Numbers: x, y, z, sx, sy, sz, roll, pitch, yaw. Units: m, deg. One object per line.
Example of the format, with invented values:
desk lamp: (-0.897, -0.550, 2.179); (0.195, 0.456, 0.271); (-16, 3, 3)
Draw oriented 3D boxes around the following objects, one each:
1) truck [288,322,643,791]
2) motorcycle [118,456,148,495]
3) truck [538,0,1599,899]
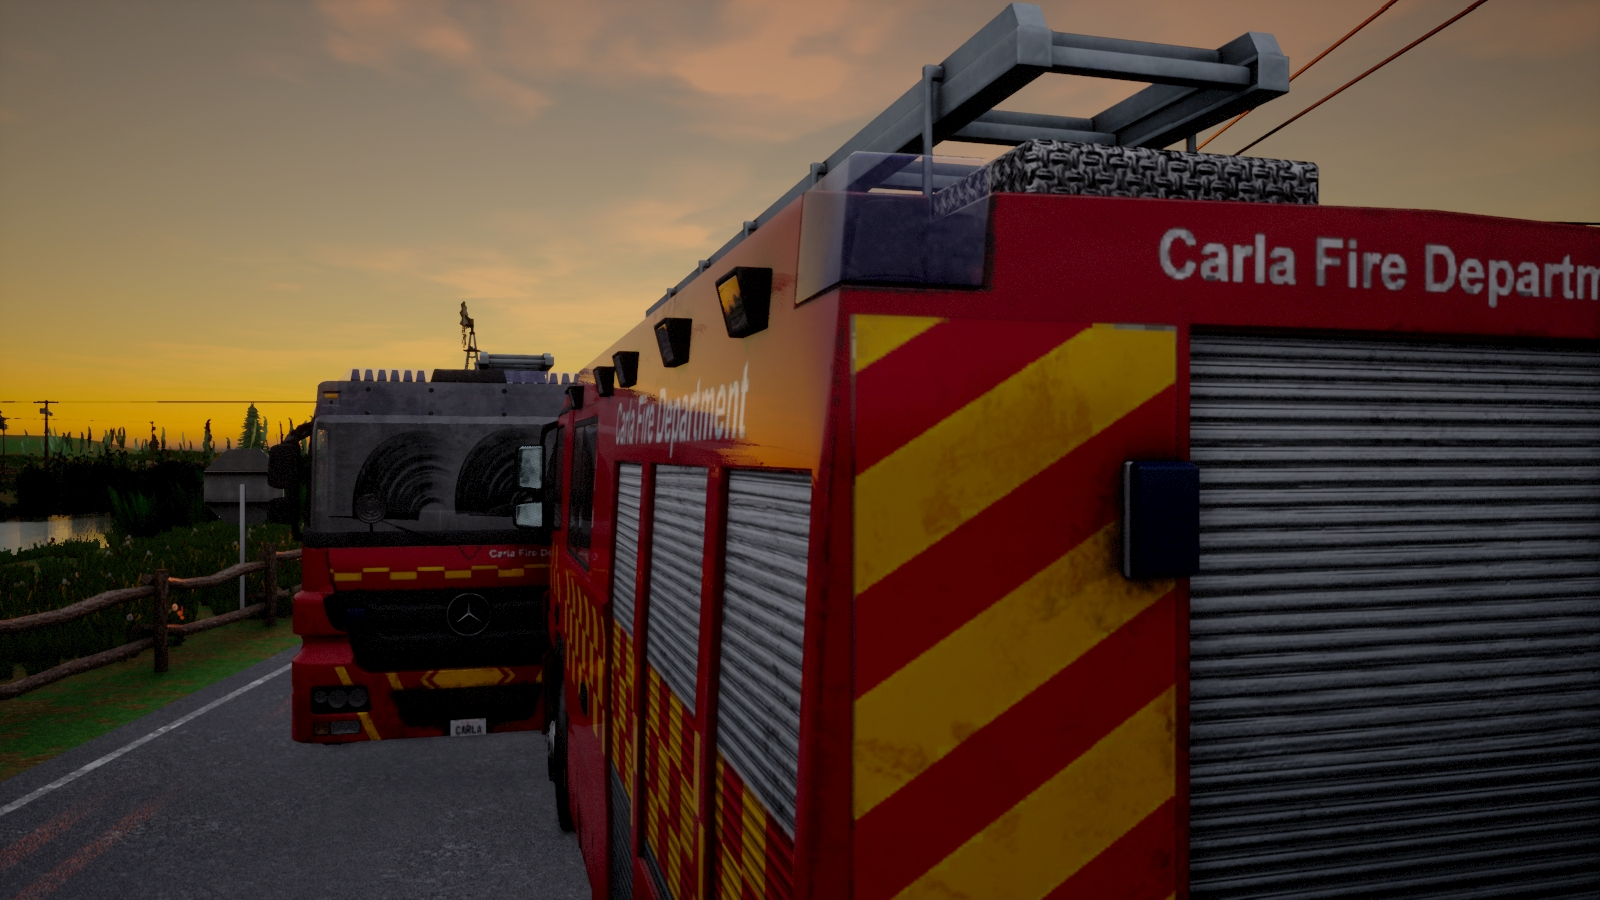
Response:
truck: (-3.938, 0.862, 13.796); (2.891, 3.827, 8.468); (0, 0, -16)
motorcycle: (-41.464, 1.577, 71.043); (0.803, 2.348, 2.033); (0, 0, -4)
truck: (0.132, 0.867, 6.868); (2.891, 3.827, 8.468); (0, 0, -16)
